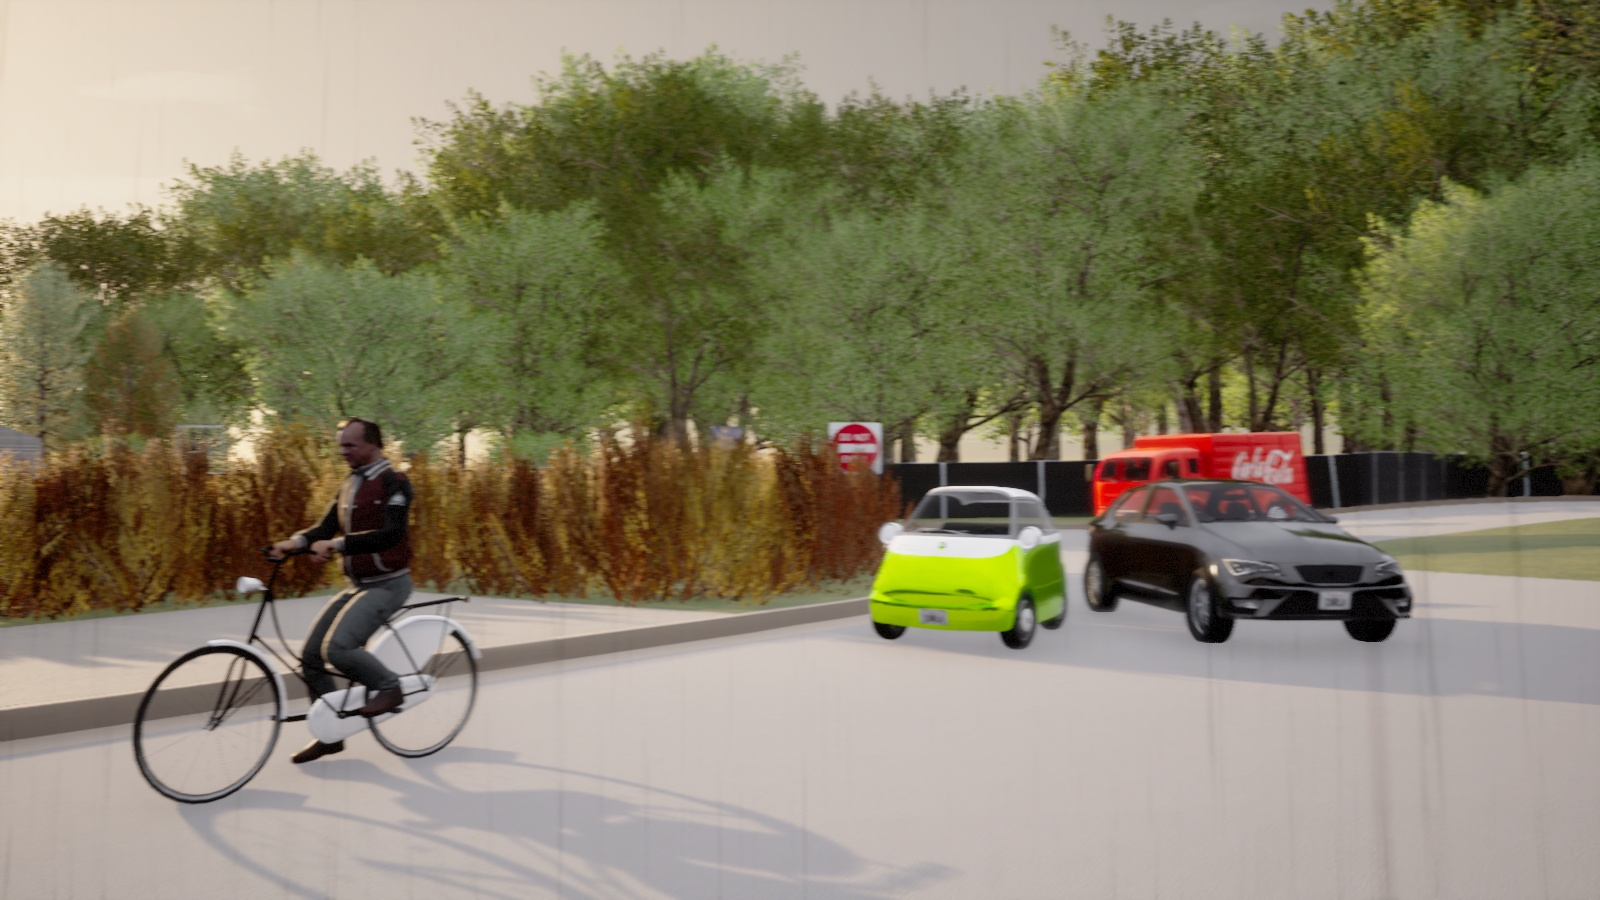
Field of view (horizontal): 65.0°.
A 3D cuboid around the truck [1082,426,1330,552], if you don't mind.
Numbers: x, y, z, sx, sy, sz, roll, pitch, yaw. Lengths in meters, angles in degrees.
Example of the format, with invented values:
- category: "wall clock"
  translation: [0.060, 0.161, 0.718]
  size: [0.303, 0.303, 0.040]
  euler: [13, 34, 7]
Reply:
- category: "truck"
  translation: [9.214, 0.815, 28.346]
  size: [5.204, 2.467, 2.627]
  euler: [-2, -1, -35]

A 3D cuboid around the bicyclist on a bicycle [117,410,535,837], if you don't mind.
- category: "bicyclist on a bicycle"
  translation: [-2.238, 0.739, 6.170]
  size: [0.659, 1.776, 1.843]
  euler: [-1, -2, 37]

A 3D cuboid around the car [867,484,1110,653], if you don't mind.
- category: "car"
  translation: [1.792, 1.002, 11.584]
  size: [1.481, 1.376, 2.207]
  euler: [-1, -2, 31]

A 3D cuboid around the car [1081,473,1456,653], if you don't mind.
- category: "car"
  translation: [4.371, 0.995, 12.525]
  size: [1.816, 1.474, 4.193]
  euler: [0, -2, -6]
